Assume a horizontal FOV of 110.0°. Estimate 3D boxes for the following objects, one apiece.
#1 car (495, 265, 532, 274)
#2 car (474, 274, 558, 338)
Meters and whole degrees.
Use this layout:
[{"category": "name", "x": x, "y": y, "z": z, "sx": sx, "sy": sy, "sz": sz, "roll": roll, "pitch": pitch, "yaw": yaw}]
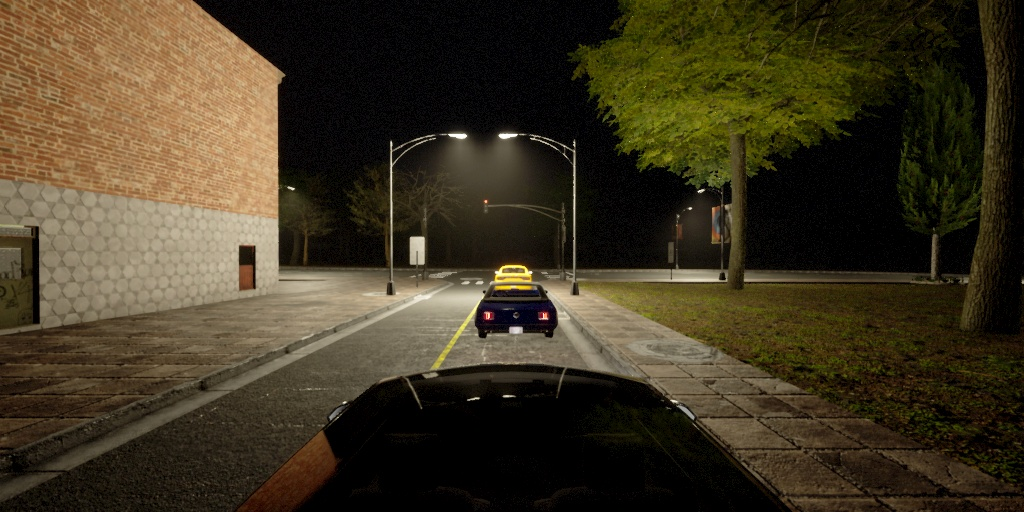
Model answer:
[{"category": "car", "x": 0.091, "y": 1.254, "z": 19.486, "sx": 1.882, "sy": 1.535, "sz": 5.008, "roll": 0, "pitch": 0, "yaw": 1}, {"category": "car", "x": 0.094, "y": 1.356, "z": 10.141, "sx": 1.895, "sy": 1.301, "sz": 4.718, "roll": 0, "pitch": 0, "yaw": 0}]
